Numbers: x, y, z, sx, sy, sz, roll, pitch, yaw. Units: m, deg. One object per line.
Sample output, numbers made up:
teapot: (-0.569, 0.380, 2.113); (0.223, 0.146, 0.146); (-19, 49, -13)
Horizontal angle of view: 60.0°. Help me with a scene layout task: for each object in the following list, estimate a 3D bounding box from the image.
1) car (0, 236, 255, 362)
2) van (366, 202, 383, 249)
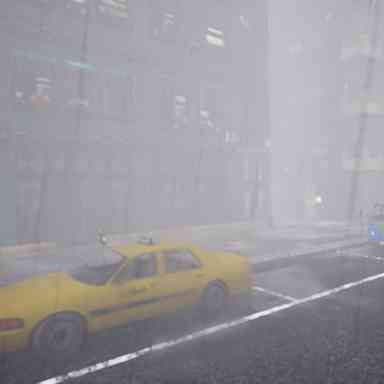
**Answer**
car: (-1.031, 1.500, 5.844); (4.829, 1.417, 1.752); (-1, 0, -36)
van: (8.179, 1.199, 12.440); (3.998, 1.788, 1.690); (-1, 0, -36)
